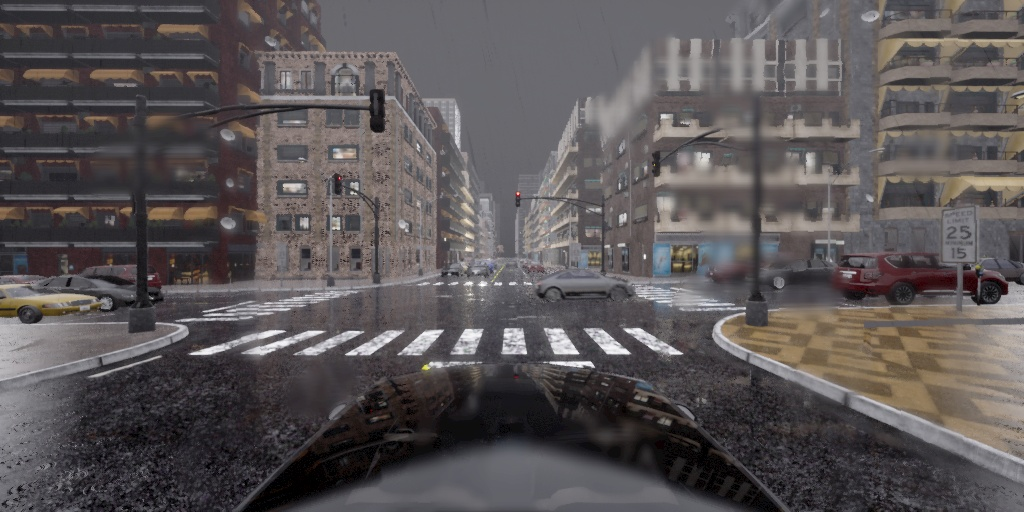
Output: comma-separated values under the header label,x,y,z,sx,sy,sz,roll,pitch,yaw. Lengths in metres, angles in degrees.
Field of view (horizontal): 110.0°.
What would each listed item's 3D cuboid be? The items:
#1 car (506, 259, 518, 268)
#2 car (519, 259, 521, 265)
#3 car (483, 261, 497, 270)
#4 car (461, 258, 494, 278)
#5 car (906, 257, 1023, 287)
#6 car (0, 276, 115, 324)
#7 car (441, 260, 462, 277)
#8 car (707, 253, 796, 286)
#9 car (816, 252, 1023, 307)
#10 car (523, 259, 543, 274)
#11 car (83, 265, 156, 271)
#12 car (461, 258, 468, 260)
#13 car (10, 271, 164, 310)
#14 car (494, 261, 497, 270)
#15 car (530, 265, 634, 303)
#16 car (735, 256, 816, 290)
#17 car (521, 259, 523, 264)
label,x,y,z,sx,sy,sz,roll,pitch,yaw
car,-0.037,1.261,62.715,2.128,1.511,4.902,0,0,0
car,2.565,1.349,57.889,1.802,1.307,4.207,0,0,0
car,-3.207,1.365,53.434,1.895,1.301,4.718,0,0,0
car,-3.172,1.247,34.014,2.128,1.511,4.902,0,0,0
car,24.723,0.807,19.044,5.357,1.411,2.033,-1,0,-1
car,-17.654,1.585,12.786,4.829,1.417,1.751,0,0,-1
car,-5.765,1.322,35.139,1.948,1.339,4.313,0,0,0
car,14.531,0.759,21.520,5.009,1.841,2.192,0,0,-1
car,14.685,0.775,13.141,5.009,1.841,2.192,0,0,-1
car,2.603,1.198,40.842,1.967,1.591,4.097,0,0,0
car,-23.642,1.462,21.069,5.009,1.841,2.192,0,0,-1
car,-5.777,1.284,40.651,1.751,1.417,4.829,0,0,0
car,-17.891,1.556,15.370,4.892,1.490,1.837,0,0,-1
car,-3.192,1.237,43.437,1.882,1.535,5.008,0,0,0
car,3.068,1.233,15.603,4.181,1.385,1.994,-1,0,-1
car,14.933,0.947,18.933,4.892,1.490,1.837,-1,0,-1
car,2.590,1.200,46.524,1.967,1.591,4.097,0,0,0
